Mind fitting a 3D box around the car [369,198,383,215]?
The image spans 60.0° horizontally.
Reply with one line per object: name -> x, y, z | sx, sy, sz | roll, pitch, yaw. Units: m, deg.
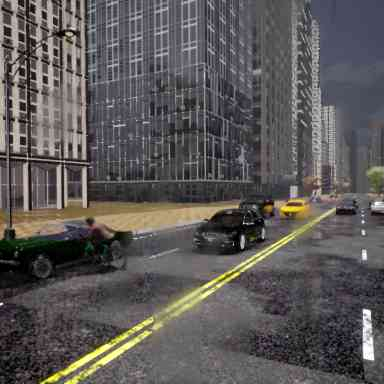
car -> 19.095, 1.584, 33.523 | 1.895, 1.301, 4.718 | 0, 0, 28

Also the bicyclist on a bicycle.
bicyclist on a bicycle -> -2.706, 1.484, 9.597 | 1.656, 1.620, 0.582 | 1, 20, 11

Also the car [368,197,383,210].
car -> 23.762, 1.470, 42.658 | 2.128, 1.511, 4.902 | 0, 0, 28

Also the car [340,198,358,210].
car -> 20.566, 1.542, 43.467 | 1.994, 1.385, 4.181 | 0, 0, 28

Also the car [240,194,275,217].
car -> 5.781, 1.206, 29.228 | 2.150, 2.045, 5.566 | 0, 0, 27

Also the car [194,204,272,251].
car -> 1.788, 1.497, 14.247 | 1.837, 1.490, 4.892 | 0, 0, 28

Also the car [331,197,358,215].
car -> 15.952, 1.530, 34.396 | 2.033, 1.411, 5.357 | 0, 0, 27

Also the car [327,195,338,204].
car -> 27.151, 1.323, 63.713 | 2.097, 1.767, 4.553 | 0, 0, 27

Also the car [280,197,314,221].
car -> 8.701, 1.463, 27.798 | 1.882, 1.535, 5.008 | 0, 0, 27

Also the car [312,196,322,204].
car -> 24.237, 1.492, 65.150 | 2.128, 1.511, 4.902 | 0, 0, 27

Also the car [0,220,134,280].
car -> -3.928, 1.592, 10.258 | 1.895, 1.301, 4.718 | -1, 0, 27
